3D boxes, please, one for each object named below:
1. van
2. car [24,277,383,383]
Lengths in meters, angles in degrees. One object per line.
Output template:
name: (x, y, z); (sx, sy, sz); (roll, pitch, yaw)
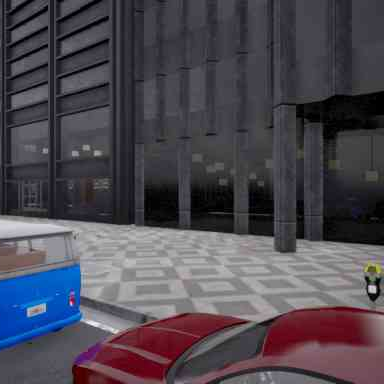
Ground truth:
van: (-3.580, 1.341, 5.521); (3.998, 1.788, 1.690); (0, 0, 36)
car: (0.985, 1.545, 2.262); (4.507, 1.381, 1.887); (0, 0, 36)
